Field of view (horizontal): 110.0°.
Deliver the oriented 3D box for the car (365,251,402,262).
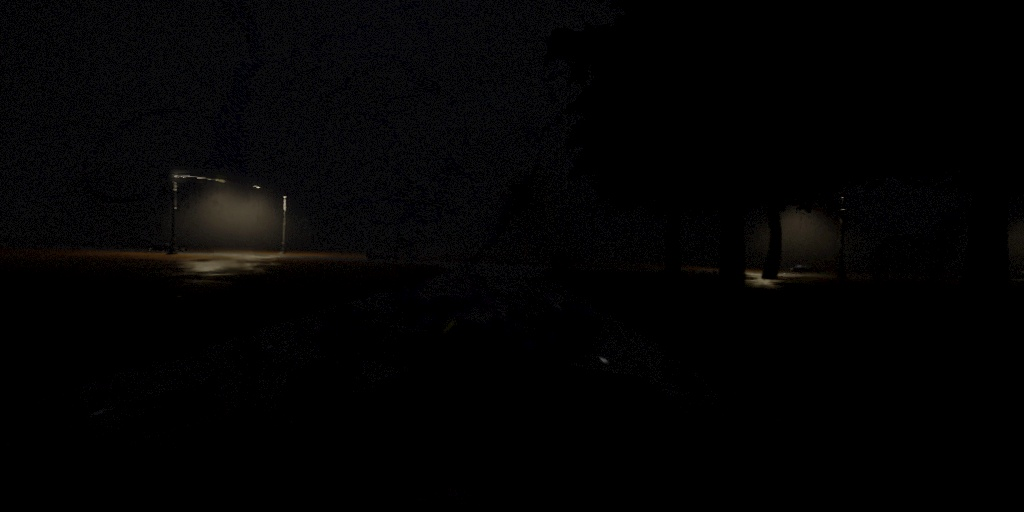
[{"bbox_3d":[-18.113,0.032,50.623,4.902,1.511,2.128,2,1,1],"label":"car"}]
